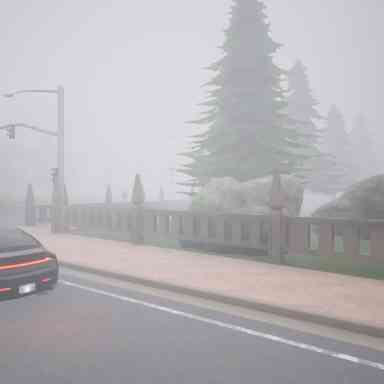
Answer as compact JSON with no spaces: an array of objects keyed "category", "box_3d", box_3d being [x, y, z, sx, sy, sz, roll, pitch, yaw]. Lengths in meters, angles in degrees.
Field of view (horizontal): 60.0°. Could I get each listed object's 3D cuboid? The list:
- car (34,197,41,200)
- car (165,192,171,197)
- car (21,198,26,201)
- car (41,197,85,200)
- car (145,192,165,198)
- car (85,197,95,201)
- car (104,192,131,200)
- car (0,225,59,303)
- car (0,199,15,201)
[{"category":"car","box_3d":[-23.516,1.503,48.595,1.837,1.490,4.892,0,0,36]},{"category":"car","box_3d":[-5.516,0.747,67.694,2.128,1.511,4.902,0,4,36]},{"category":"car","box_3d":[-24.032,1.547,41.870,2.033,1.411,5.357,0,0,36]},{"category":"car","box_3d":[-17.444,1.526,45.052,1.812,1.442,4.674,0,0,36]},{"category":"car","box_3d":[-7.521,1.260,58.942,1.837,1.490,4.892,0,2,36]},{"category":"car","box_3d":[-17.207,1.488,51.397,2.128,1.511,4.902,0,0,35]},{"category":"car","box_3d":[-13.867,1.014,62.085,2.150,2.045,5.566,0,3,35]},{"category":"car","box_3d":[-4.960,1.505,7.473,4.892,1.490,1.837,0,0,36]},{"category":"car","box_3d":[-22.651,1.564,37.796,1.994,1.385,4.181,0,0,36]}]
